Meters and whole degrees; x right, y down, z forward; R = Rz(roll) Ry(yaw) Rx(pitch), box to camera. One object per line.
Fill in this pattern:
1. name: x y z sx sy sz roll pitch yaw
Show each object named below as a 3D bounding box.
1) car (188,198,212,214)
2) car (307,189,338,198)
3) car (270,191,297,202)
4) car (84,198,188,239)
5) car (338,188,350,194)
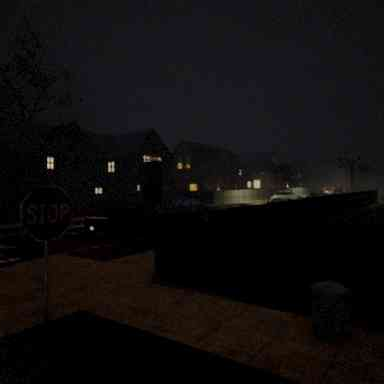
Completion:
1. car: -0.732 1.098 22.954 2.033 1.411 5.357 0 1 37
2. car: 15.240 0.471 39.427 2.128 1.511 4.902 0 1 38
3. car: 10.531 0.607 37.921 1.812 1.442 4.674 0 1 37
4. car: -2.668 1.218 15.627 2.128 1.511 4.902 0 1 37
5. car: 21.467 0.246 47.786 1.837 1.490 4.892 0 1 37
